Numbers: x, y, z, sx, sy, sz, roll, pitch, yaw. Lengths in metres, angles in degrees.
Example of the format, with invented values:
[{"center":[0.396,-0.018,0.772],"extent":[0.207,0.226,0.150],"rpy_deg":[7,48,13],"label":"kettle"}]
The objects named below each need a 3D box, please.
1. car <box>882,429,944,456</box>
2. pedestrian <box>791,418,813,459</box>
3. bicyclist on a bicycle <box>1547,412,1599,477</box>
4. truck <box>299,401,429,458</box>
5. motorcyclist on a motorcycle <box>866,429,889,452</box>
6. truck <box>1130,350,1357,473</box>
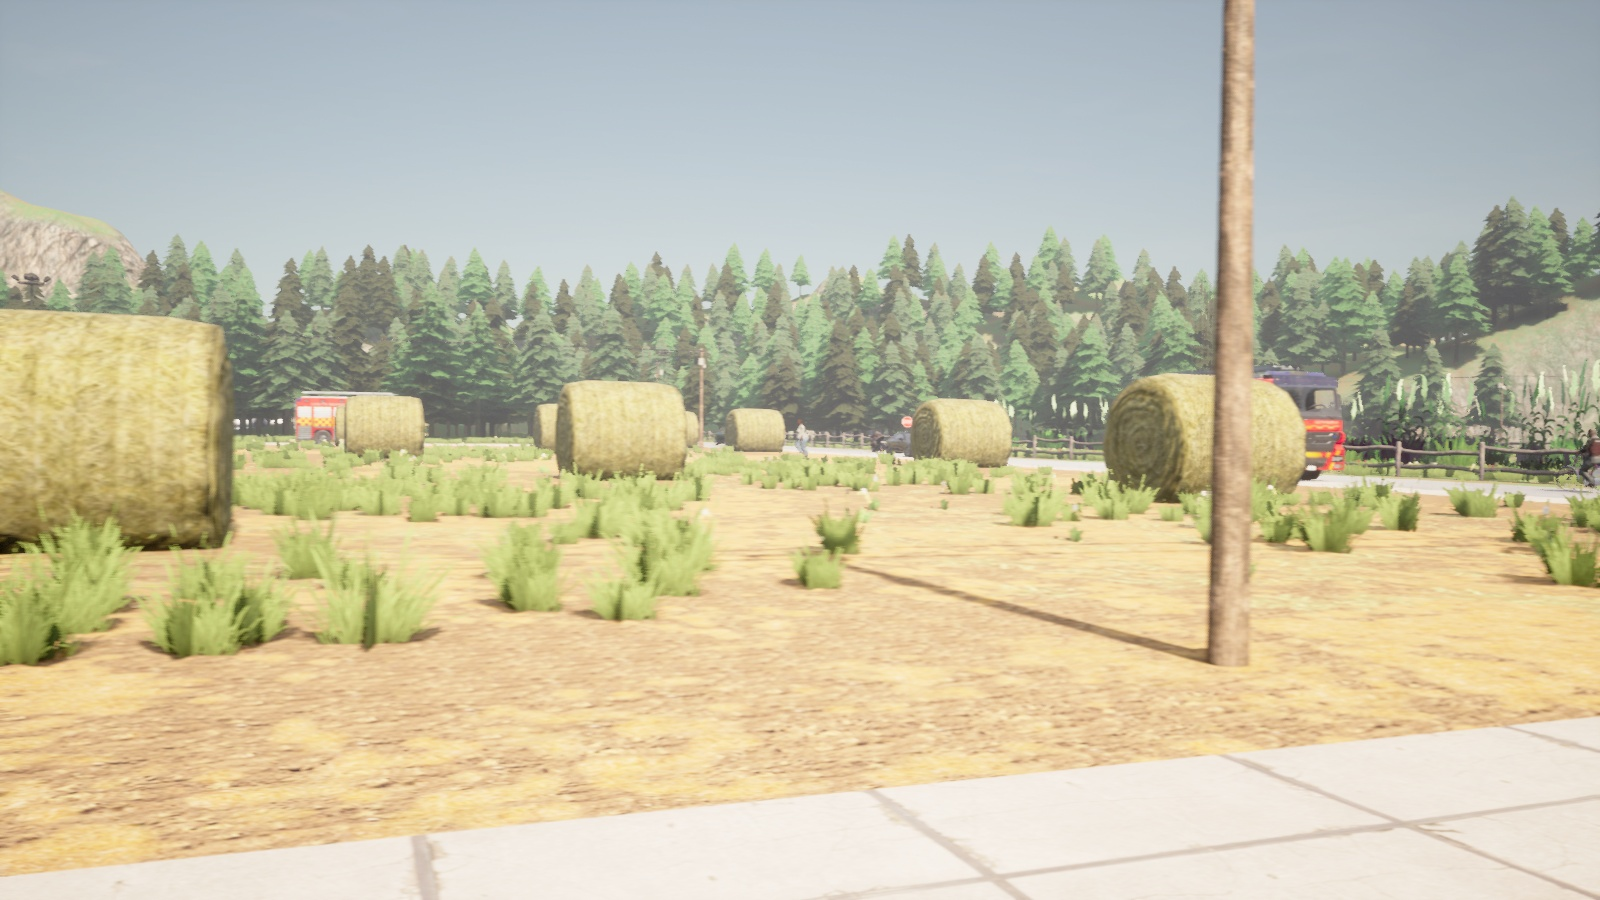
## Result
[{"center":[6.342,-0.434,70.926],"extent":[1.812,1.442,4.674],"rpy_deg":[-1,1,-18],"label":"car"},{"center":[0.096,-0.540,58.345],"extent":[0.900,1.855,0.874],"rpy_deg":[-1,1,-8],"label":"pedestrian"},{"center":[21.684,-0.165,34.680],"extent":[0.659,1.776,1.843],"rpy_deg":[-1,1,-18],"label":"bicyclist on a bicycle"},{"center":[-30.561,-1.470,88.098],"extent":[8.468,3.827,2.891],"rpy_deg":[-1,1,-21],"label":"truck"},{"center":[5.281,-0.652,85.637],"extent":[0.866,1.530,2.191],"rpy_deg":[-1,1,-18],"label":"motorcyclist on a motorcycle"},{"center":[15.099,-1.275,43.666],"extent":[2.891,3.827,8.468],"rpy_deg":[-1,1,-18],"label":"truck"}]
